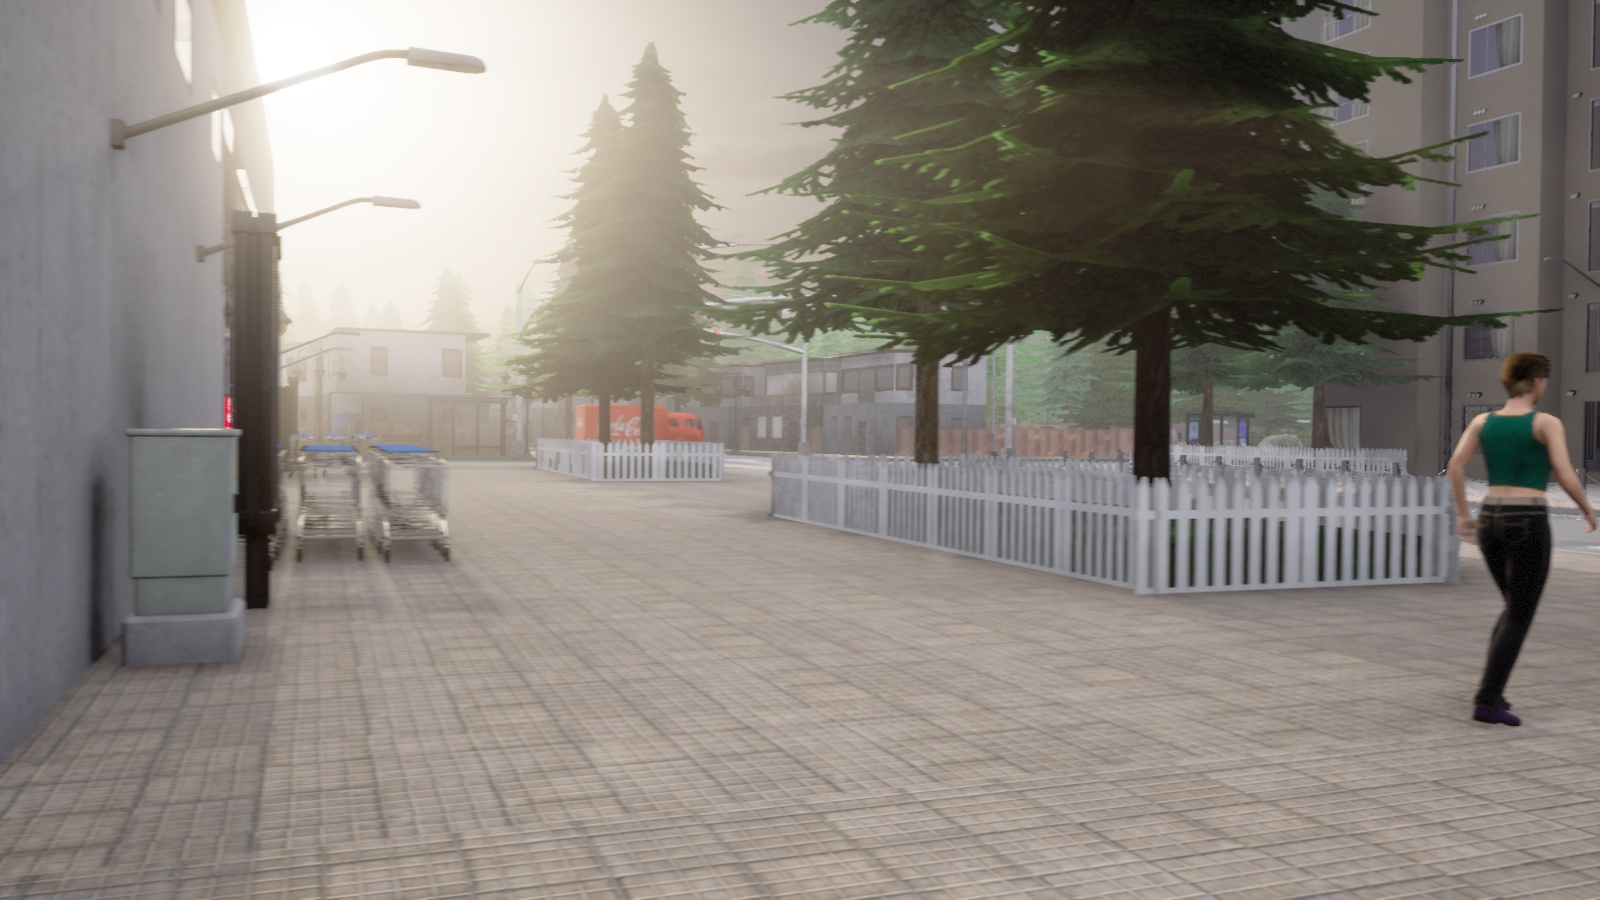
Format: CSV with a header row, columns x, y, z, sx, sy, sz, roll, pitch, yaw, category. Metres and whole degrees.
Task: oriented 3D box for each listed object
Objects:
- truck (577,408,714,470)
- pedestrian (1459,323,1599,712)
x,y,z,sx,sy,sz,roll,pitch,yaw,category
-6.434,-0.469,52.152,5.204,2.467,2.627,-1,0,-19,truck
3.618,0.314,6.207,0.594,1.836,0.345,-1,1,-24,pedestrian
